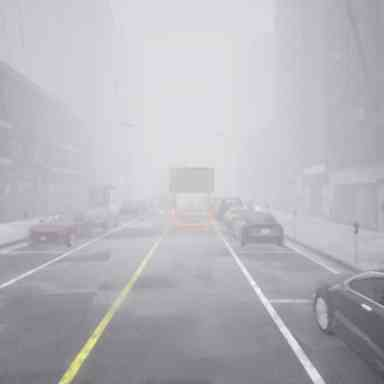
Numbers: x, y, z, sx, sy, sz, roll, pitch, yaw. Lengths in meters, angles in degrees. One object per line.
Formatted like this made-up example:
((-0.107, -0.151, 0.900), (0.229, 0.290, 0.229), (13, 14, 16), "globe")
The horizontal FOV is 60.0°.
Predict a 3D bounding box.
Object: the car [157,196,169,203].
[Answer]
((-5.682, 1.486, 64.671), (1.947, 1.339, 4.313), (0, 0, 0), "car")

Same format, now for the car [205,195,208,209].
((2.850, 1.395, 37.062), (1.967, 1.590, 4.097), (0, 0, 0), "car")

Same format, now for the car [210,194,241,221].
((2.853, 1.284, 26.014), (2.192, 1.841, 5.009), (0, 0, 0), "car")

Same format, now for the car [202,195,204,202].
((2.848, 1.491, 48.109), (2.008, 1.369, 4.403), (0, 0, 0), "car")

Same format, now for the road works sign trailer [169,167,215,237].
((-0.004, 0.444, 17.869), (2.380, 3.560, 2.880), (0, 0, 0), "road works sign trailer")

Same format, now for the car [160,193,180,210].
((-3.093, 1.171, 43.291), (2.150, 2.045, 5.566), (0, 0, 0), "car")

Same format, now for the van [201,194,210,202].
((2.843, 1.254, 70.203), (1.690, 1.788, 3.998), (0, 0, 0), "van")

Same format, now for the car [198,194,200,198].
((2.844, 1.235, 64.680), (2.192, 1.841, 5.009), (0, 0, 0), "car")

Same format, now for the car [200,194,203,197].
((2.845, 1.492, 59.156), (1.947, 1.339, 4.313), (0, 0, 0), "car")

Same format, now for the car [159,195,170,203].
((-5.683, 1.353, 70.196), (1.967, 1.590, 4.097), (0, 0, 0), "car")

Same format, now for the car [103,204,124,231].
((-5.673, 1.558, 20.471), (1.802, 1.307, 4.206), (0, 0, 0), "car")

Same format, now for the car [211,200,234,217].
((2.851, 1.487, 31.708), (1.752, 1.417, 4.829), (0, 0, 0), "car")

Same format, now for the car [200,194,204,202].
((2.846, 1.484, 53.632), (2.008, 1.369, 4.403), (0, 0, 0), "car")

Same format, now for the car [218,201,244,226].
((2.854, 1.501, 20.661), (1.752, 1.417, 4.829), (0, 0, 0), "car")

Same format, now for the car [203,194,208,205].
((2.849, 1.388, 42.585), (1.967, 1.590, 4.097), (0, 0, 0), "car")

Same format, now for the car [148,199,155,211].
((-5.676, 1.521, 37.046), (1.947, 1.339, 4.313), (0, 0, 0), "car")

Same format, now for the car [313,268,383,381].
((2.857, 1.546, 3.920), (2.008, 1.369, 4.403), (0, 0, 0), "car")

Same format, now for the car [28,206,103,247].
((-5.671, 1.528, 14.946), (1.887, 1.381, 4.507), (0, 0, 0), "car")

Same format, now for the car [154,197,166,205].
((-5.681, 1.509, 59.146), (1.802, 1.307, 4.206), (0, 0, 0), "car")

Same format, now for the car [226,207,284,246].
((2.855, 1.549, 14.967), (1.947, 1.339, 4.313), (0, 0, 0), "car")

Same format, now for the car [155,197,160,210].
((-5.677, 1.514, 42.571), (1.947, 1.339, 4.313), (0, 0, 0), "car")

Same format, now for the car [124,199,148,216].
((-5.675, 1.507, 31.521), (1.887, 1.381, 4.507), (0, 0, 0), "car")
